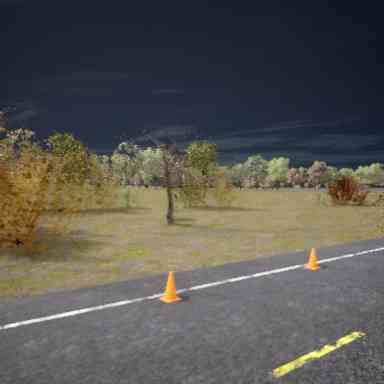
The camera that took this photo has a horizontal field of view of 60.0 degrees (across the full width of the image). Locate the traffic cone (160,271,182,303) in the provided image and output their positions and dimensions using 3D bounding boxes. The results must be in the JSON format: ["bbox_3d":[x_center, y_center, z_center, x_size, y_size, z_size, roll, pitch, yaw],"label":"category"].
[{"bbox_3d":[-0.433,1.938,6.927,0.340,0.580,0.340,0,0,-36],"label":"traffic cone"}]

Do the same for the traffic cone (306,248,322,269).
[{"bbox_3d":[3.596,1.947,9.846,0.340,0.580,0.340,0,0,-36],"label":"traffic cone"}]
